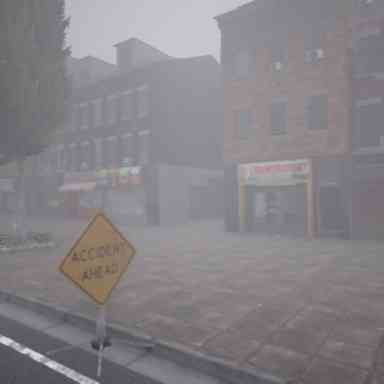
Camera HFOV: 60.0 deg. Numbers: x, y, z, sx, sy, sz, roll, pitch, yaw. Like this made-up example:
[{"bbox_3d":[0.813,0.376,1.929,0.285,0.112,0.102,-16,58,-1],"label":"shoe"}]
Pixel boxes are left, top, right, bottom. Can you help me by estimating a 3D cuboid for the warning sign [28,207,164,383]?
[{"bbox_3d":[-1.216,1.156,4.380,1.060,1.860,1.300,-2,0,35],"label":"warning sign"}]
